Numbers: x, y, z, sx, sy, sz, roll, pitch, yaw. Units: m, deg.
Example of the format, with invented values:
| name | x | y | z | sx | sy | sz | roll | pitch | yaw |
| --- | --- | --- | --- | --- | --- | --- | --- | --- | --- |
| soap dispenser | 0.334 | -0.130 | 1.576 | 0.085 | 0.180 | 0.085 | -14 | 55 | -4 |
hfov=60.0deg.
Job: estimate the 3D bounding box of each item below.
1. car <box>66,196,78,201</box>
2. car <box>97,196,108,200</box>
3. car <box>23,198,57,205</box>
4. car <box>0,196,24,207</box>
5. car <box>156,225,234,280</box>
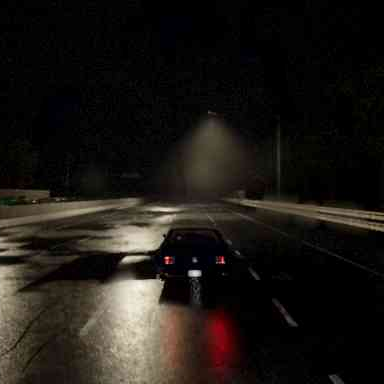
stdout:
| name | x | y | z | sx | sy | sz | roll | pitch | yaw |
| --- | --- | --- | --- | --- | --- | --- | --- | --- | --- |
| car | -28.246 | 1.638 | 78.819 | 1.837 | 1.490 | 4.892 | 0 | 0 | 0 |
| car | -21.246 | 1.663 | 78.849 | 1.812 | 1.442 | 4.674 | 0 | 0 | 0 |
| car | -17.673 | 1.588 | 39.698 | 2.097 | 1.767 | 4.553 | 0 | 0 | 0 |
| car | -21.171 | 1.448 | 38.248 | 2.150 | 2.045 | 5.566 | 0 | 0 | 0 |
| car | 0.035 | 1.656 | 10.117 | 1.895 | 1.301 | 4.718 | 0 | 0 | -1 |
